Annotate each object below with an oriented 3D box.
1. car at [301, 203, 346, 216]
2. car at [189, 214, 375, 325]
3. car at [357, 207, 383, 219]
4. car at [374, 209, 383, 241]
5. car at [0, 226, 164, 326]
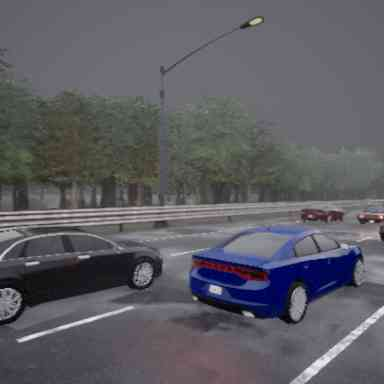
[{"bbox_3d":[10.148,1.588,25.502,1.882,1.535,5.008,0,-1,43],"label":"car"},{"bbox_3d":[2.133,1.482,7.297,1.882,1.535,5.008,0,0,45],"label":"car"},{"bbox_3d":[13.704,1.715,24.152,1.895,1.301,4.718,0,0,43],"label":"car"},{"bbox_3d":[10.525,1.628,15.908,1.994,1.385,4.181,0,0,44],"label":"car"},{"bbox_3d":[-2.782,1.499,7.154,1.837,1.490,4.892,0,0,45],"label":"car"}]
